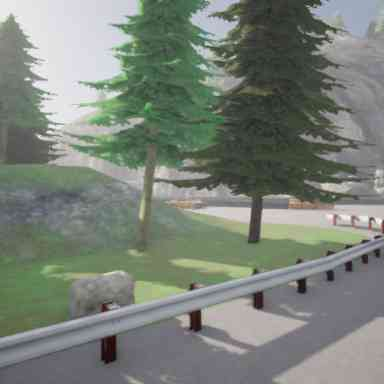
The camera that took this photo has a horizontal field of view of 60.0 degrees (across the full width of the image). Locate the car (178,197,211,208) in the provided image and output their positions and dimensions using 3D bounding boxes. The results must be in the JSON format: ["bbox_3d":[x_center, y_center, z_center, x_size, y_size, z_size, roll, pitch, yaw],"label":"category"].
[{"bbox_3d":[0.318,1.569,49.046,4.674,1.442,1.812,0,0,38],"label":"car"}]

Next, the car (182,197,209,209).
[{"bbox_3d":[-0.647,1.522,45.330,5.008,1.535,1.882,0,0,39],"label":"car"}]

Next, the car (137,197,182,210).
[{"bbox_3d":[-4.381,1.588,43.826,5.357,1.411,2.033,0,0,39],"label":"car"}]
